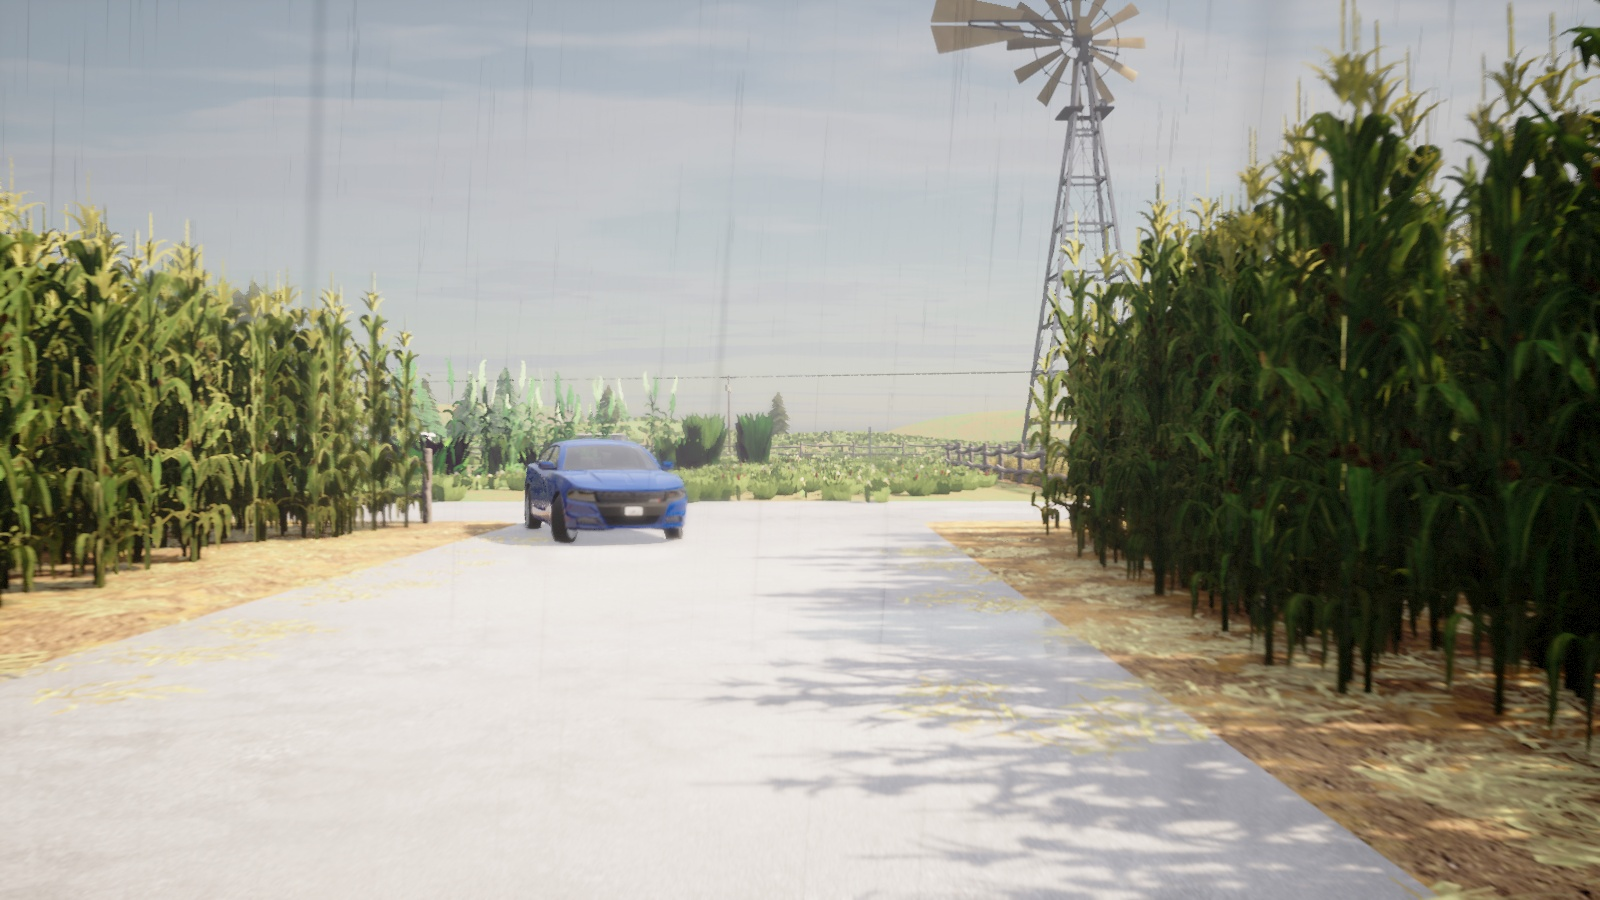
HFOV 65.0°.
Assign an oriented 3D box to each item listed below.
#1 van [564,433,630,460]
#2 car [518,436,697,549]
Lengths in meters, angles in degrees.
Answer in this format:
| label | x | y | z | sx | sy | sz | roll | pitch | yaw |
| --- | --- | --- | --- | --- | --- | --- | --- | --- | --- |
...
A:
| label | x | y | z | sx | sy | sz | roll | pitch | yaw |
| --- | --- | --- | --- | --- | --- | --- | --- | --- | --- |
| van | -14.774 | -0.265 | 91.576 | 4.442 | 1.987 | 1.775 | 0 | 0 | 6 |
| car | -3.177 | 0.562 | 19.800 | 1.882 | 1.535 | 5.008 | 0 | 0 | -19 |
